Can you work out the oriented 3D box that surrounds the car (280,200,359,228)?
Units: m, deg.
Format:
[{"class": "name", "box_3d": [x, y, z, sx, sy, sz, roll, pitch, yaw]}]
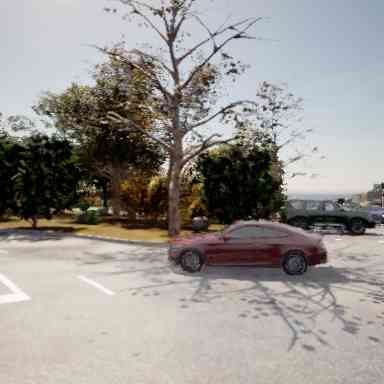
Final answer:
[{"class": "car", "box_3d": [9.885, 1.649, 26.330, 5.566, 2.045, 2.435, 0, -1, 16]}]

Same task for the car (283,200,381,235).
[{"class": "car", "box_3d": [8.395, 1.519, 21.076, 5.566, 2.045, 2.435, 0, -1, 16]}]

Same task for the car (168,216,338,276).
[{"class": "car", "box_3d": [1.621, 1.585, 10.062, 4.674, 1.442, 1.812, 0, 1, 6]}]

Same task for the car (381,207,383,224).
[{"class": "car", "box_3d": [16.035, 1.938, 29.561, 2.097, 1.767, 4.553, 0, -2, 16]}]

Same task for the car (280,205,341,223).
[{"class": "car", "box_3d": [11.260, 2.067, 31.873, 5.366, 1.575, 1.946, 0, -2, 16]}]

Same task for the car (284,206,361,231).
[{"class": "car", "box_3d": [9.099, 1.833, 23.644, 4.892, 1.521, 2.231, 0, -1, 16]}]

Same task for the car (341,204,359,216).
[{"class": "car", "box_3d": [28.003, 3.247, 59.070, 2.150, 2.045, 5.566, 0, -3, 17]}]

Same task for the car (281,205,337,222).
[{"class": "car", "box_3d": [11.998, 2.157, 34.429, 5.366, 1.575, 1.946, 0, -2, 16]}]

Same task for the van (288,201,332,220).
[{"class": "van", "box_3d": [13.065, 2.036, 37.035, 4.442, 1.987, 1.878, 0, -2, 16]}]
